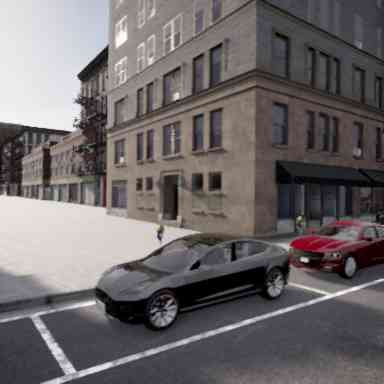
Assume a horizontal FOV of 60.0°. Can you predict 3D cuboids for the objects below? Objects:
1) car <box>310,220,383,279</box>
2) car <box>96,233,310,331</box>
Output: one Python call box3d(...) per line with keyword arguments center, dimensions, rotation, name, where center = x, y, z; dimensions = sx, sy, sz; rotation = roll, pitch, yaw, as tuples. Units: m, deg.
box3d(center=(4.854, 1.581, 10.217), dimensions=(4.507, 1.381, 1.887), rotation=(0, 0, -35), name="car")
box3d(center=(0.235, 1.581, 6.924), dimensions=(4.313, 1.339, 1.947), rotation=(0, 0, -35), name="car")
